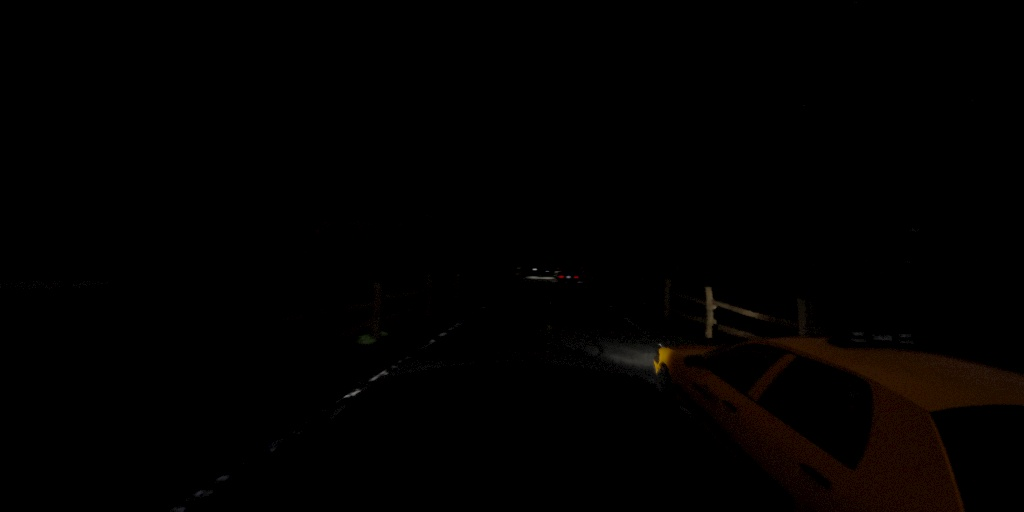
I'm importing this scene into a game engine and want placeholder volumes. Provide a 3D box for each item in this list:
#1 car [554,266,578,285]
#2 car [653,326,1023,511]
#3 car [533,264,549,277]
[{"bbox_3d":[5.057,1.868,32.793,2.033,1.411,5.357,2,-1,6],"label":"car"},{"bbox_3d":[2.608,1.297,2.834,1.801,1.575,5.366,2,-1,6],"label":"car"},{"bbox_3d":[3.876,1.846,47.727,2.097,1.767,4.553,2,-1,6],"label":"car"}]
